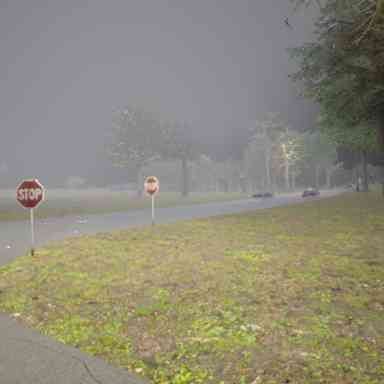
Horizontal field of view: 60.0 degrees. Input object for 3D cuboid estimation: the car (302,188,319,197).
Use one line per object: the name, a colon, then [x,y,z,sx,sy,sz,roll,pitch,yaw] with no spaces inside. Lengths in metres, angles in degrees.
car: [18.980,0.033,53.102,1.812,1.442,4.674,-2,1,32]

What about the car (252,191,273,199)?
car: [11.482,0.489,54.170,1.895,1.301,4.718,-3,1,35]
